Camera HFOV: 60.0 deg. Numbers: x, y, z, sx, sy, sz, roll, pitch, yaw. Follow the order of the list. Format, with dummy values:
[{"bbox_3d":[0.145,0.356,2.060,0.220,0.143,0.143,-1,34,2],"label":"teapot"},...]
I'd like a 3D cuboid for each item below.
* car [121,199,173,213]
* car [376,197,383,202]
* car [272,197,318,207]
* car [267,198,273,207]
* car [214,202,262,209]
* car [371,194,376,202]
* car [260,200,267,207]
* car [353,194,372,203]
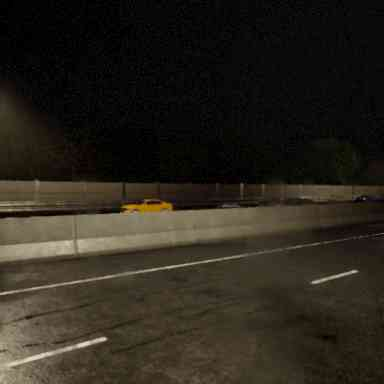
[{"bbox_3d":[-4.178,1.419,31.097,5.008,1.535,1.882,0,0,-35],"label":"car"},{"bbox_3d":[23.337,1.343,37.842,4.892,1.490,1.837,0,0,-35],"label":"car"},{"bbox_3d":[10.582,1.394,33.026,4.892,1.490,1.837,0,0,-36],"label":"car"},{"bbox_3d":[11.362,1.366,37.885,4.902,1.511,2.128,0,0,-36],"label":"car"},{"bbox_3d":[2.237,1.541,22.777,4.718,1.301,1.895,0,0,-35],"label":"car"},{"bbox_3d":[30.068,1.355,51.219,4.181,1.385,1.994,0,0,-36],"label":"car"},{"bbox_3d":[10.031,1.435,41.237,4.181,1.385,1.994,0,0,-36],"label":"car"},{"bbox_3d":[28.341,1.139,54.281,4.553,1.767,2.097,0,0,-36],"label":"car"}]
